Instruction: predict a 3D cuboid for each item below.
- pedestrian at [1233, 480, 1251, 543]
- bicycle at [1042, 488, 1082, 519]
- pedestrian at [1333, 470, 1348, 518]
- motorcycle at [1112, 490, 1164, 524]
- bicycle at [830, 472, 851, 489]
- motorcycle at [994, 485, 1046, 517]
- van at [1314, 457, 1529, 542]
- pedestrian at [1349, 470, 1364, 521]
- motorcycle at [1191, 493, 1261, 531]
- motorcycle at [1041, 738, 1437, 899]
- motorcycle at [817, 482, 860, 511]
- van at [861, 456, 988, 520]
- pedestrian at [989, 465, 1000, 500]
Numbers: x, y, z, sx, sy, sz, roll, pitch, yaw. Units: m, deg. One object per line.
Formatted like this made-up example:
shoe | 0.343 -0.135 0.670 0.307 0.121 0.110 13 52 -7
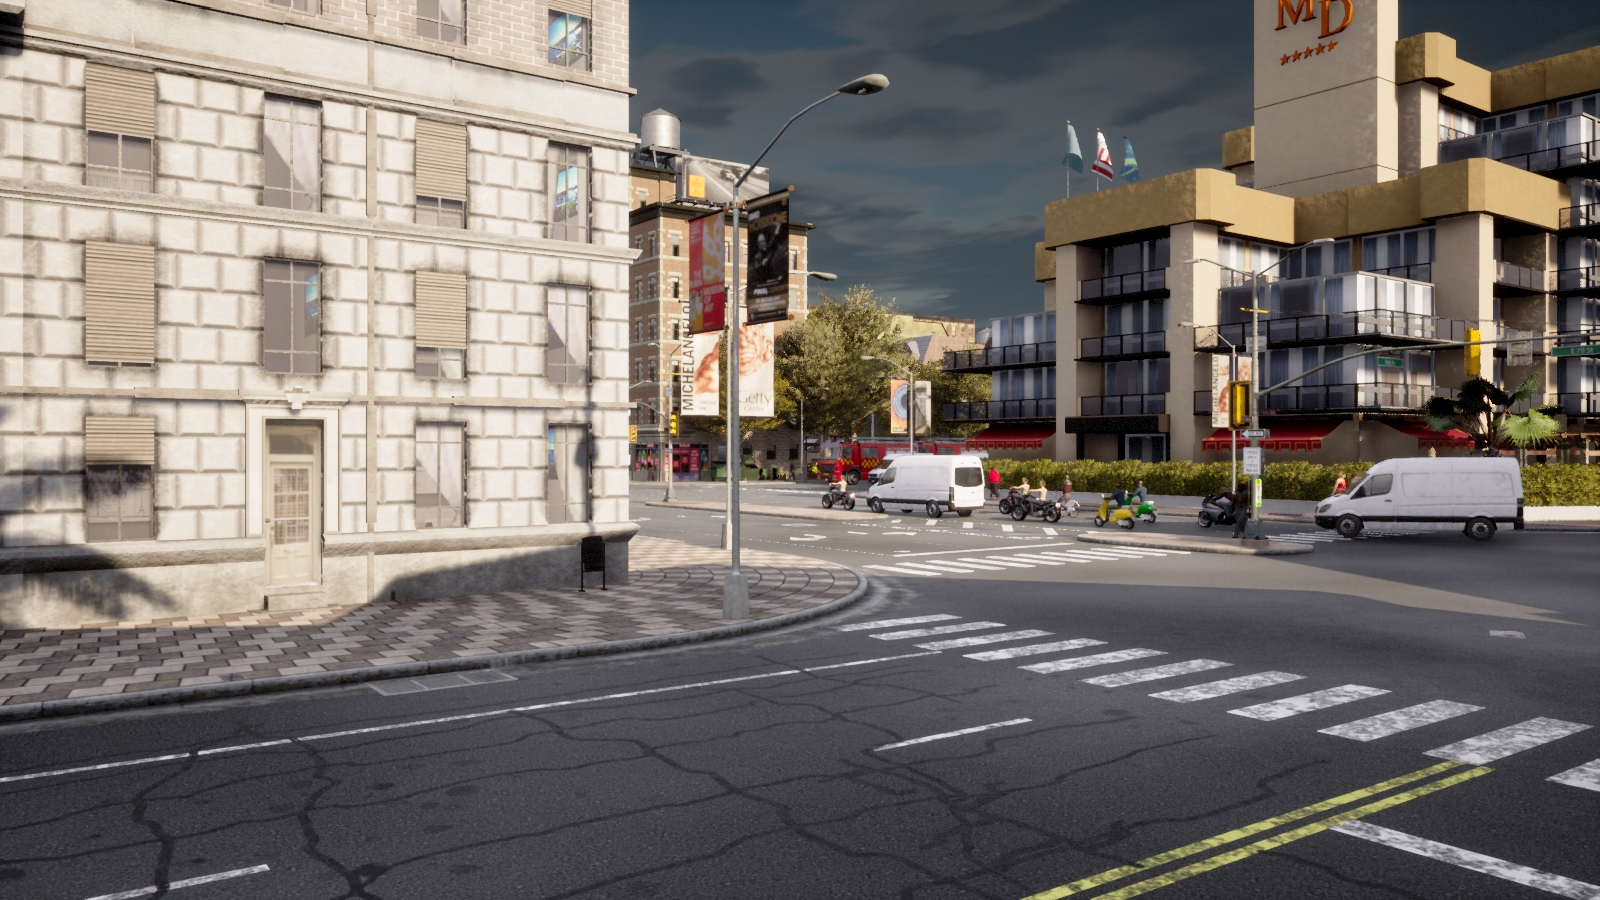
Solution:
pedestrian | 13.334 1.849 34.450 0.375 1.860 0.375 0 0 -38
bicycle | 10.851 2.210 47.360 0.329 1.171 1.835 0 0 -36
pedestrian | 20.924 1.697 44.243 0.375 1.860 0.375 0 0 -29
motorcycle | 13.079 2.182 44.246 0.856 1.236 1.805 0 0 -36
bicycle | 2.918 2.210 82.049 1.835 1.171 0.329 0 0 -43
motorcycle | 9.406 2.170 48.968 0.764 1.277 2.356 0 0 -34
van | 19.817 1.532 36.791 5.915 2.561 1.988 -1 -1 25
pedestrian | 20.812 1.696 42.740 0.375 1.860 0.375 0 0 -13
motorcycle | 15.193 2.205 40.836 0.867 1.251 2.209 0 0 -39
motorcycle | 2.199 2.213 5.612 2.033 1.145 0.803 0 0 -34
motorcycle | 1.797 2.170 53.778 0.764 1.277 2.356 0 0 -37
van | 5.246 1.534 49.039 1.988 2.561 5.915 0 0 -36
pedestrian | 10.231 1.696 60.088 0.375 1.860 0.375 0 0 -36
